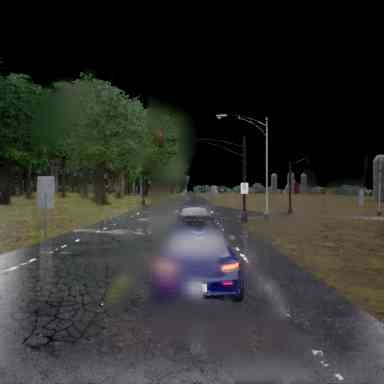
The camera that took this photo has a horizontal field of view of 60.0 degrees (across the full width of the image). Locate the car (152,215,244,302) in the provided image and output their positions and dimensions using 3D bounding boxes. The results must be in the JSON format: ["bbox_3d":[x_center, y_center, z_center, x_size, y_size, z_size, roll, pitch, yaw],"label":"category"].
[{"bbox_3d":[0.120,1.516,8.132,1.812,1.442,4.674,0,0,0],"label":"car"}]

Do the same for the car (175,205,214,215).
[{"bbox_3d":[0.134,1.432,17.411,1.882,1.535,5.008,0,0,0],"label":"car"}]
